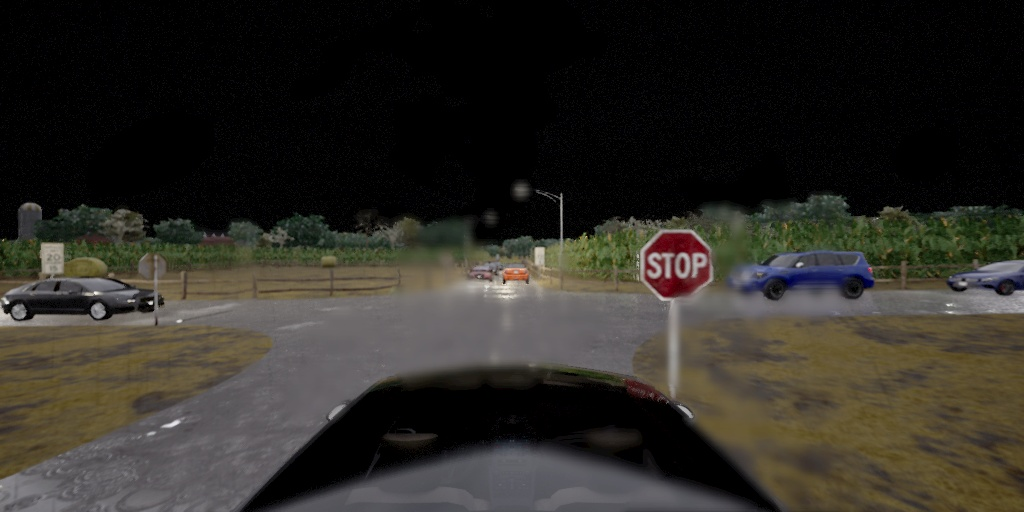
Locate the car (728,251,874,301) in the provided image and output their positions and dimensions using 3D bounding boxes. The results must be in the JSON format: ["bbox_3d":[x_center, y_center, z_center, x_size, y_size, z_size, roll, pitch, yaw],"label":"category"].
[{"bbox_3d":[12.933,0.832,16.213,5.566,2.045,2.150,-1,0,-1],"label":"car"}]

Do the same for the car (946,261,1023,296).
[{"bbox_3d":[22.667,0.945,16.153,4.674,1.442,1.812,-1,0,1],"label":"car"}]

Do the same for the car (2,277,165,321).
[{"bbox_3d":[-16.048,1.558,13.567,4.892,1.490,1.837,-1,0,1],"label":"car"}]

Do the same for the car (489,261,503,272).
[{"bbox_3d":[-2.400,1.595,54.548,1.837,1.490,4.892,0,0,1],"label":"car"}]

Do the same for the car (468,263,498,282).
[{"bbox_3d":[-2.600,1.542,31.307,1.994,1.385,4.181,0,0,1],"label":"car"}]

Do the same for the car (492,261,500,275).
[{"bbox_3d":[-2.519,1.541,41.720,1.837,1.490,4.892,0,0,1],"label":"car"}]

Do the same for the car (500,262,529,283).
[{"bbox_3d":[0.323,1.320,30.276,2.097,1.767,4.553,0,0,0],"label":"car"}]
